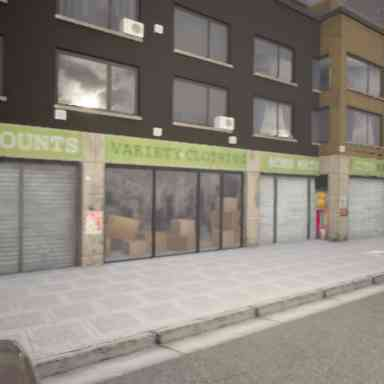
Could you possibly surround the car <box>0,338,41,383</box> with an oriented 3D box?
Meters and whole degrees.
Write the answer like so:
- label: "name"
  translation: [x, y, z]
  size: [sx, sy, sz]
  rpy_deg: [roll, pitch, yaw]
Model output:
- label: "car"
  translation: [-3.183, 1.508, 0.918]
  size: [5.357, 1.411, 2.033]
  rpy_deg: [0, 0, -34]
